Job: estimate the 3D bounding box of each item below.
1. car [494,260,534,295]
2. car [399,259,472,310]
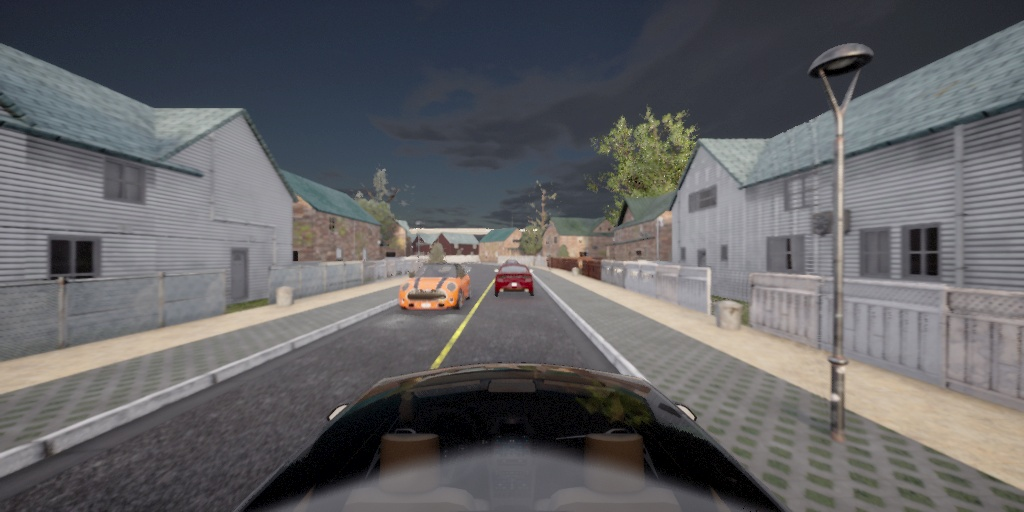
[{"bbox_3d":[0.103,1.132,18.837,1.882,1.535,5.008,0,0,0],"label":"car"},{"bbox_3d":[-2.848,1.033,14.134,2.097,1.767,4.553,0,0,0],"label":"car"}]
